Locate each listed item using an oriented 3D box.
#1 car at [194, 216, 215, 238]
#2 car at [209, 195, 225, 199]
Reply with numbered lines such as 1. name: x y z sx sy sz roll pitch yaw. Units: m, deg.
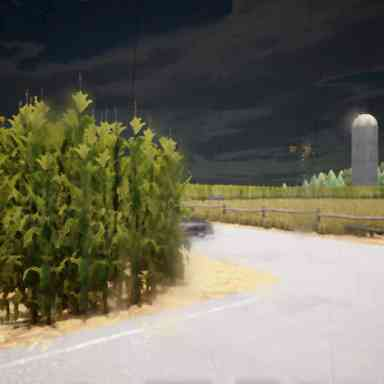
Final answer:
1. car: -1.112 1.538 17.245 2.033 1.411 5.357 0 0 -35
2. car: 5.381 1.385 63.992 5.008 1.535 1.882 0 0 -35
